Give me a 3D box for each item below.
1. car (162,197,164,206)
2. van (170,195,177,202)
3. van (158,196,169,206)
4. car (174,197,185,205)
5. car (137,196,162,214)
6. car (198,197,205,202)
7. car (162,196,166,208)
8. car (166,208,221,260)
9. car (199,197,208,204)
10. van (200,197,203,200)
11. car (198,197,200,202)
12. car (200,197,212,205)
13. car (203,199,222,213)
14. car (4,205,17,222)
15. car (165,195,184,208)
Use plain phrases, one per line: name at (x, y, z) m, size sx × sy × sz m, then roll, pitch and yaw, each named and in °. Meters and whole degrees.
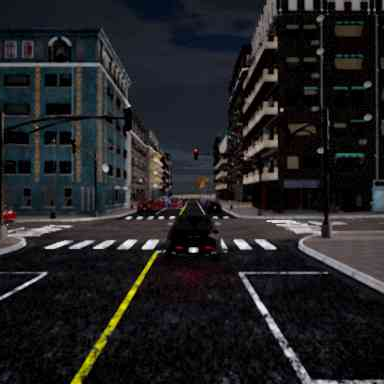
car at (-5.259, 1.810, 45.100) m, size 1.887 × 1.381 × 4.507 m, roll 0°, pitch 0°, yaw 0°
van at (-5.195, 1.871, 95.068) m, size 1.690 × 1.788 × 3.998 m, roll 0°, pitch 0°, yaw 0°
van at (-5.237, 1.697, 61.757) m, size 1.690 × 1.788 × 3.998 m, roll 0°, pitch 0°, yaw 0°
car at (-2.663, 1.865, 71.233) m, size 2.128 × 1.511 × 4.902 m, roll 0°, pitch 0°, yaw 0°
car at (-5.265, 1.549, 39.549) m, size 2.192 × 1.841 × 5.009 m, roll 0°, pitch 0°, yaw 0°
car at (2.684, 2.075, 95.058) m, size 1.887 × 1.381 × 4.507 m, roll 0°, pitch 0°, yaw 0°
car at (-5.244, 1.870, 56.204) m, size 1.887 × 1.381 × 4.507 m, roll 0°, pitch 0°, yaw 0°
car at (0.072, 1.583, 12.830) m, size 1.837 × 1.490 × 4.892 m, roll 0°, pitch 0°, yaw 1°
car at (2.663, 1.995, 78.402) m, size 2.008 × 1.369 × 4.403 m, roll 0°, pitch 0°, yaw 0°
van at (2.636, 1.667, 56.196) m, size 1.690 × 1.788 × 3.998 m, roll 0°, pitch 0°, yaw 0°
car at (2.650, 1.826, 67.299) m, size 1.967 × 1.590 × 4.097 m, roll 0°, pitch 0°, yaw 0°
car at (2.629, 1.877, 50.642) m, size 1.802 × 1.307 × 4.206 m, roll 0°, pitch 0°, yaw 0°
car at (2.615, 1.800, 39.539) m, size 1.947 × 1.339 × 4.313 m, roll 0°, pitch 0°, yaw 0°
car at (-16.882, 1.804, 27.402) m, size 4.097 × 1.590 × 1.967 m, roll -1°, pitch 0°, yaw 1°
car at (-2.753, 1.670, 54.867) m, size 2.097 × 1.767 × 4.553 m, roll 0°, pitch 0°, yaw 0°
